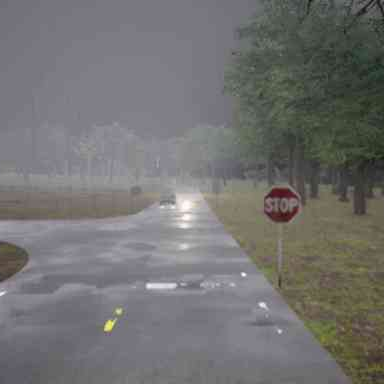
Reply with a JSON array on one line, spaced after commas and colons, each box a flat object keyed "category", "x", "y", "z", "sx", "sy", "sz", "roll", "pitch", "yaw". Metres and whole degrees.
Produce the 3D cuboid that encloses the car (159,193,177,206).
[{"category": "car", "x": -2.746, "y": 0.775, "z": 38.821, "sx": 2.033, "sy": 1.411, "sz": 5.357, "roll": 0, "pitch": 2, "yaw": 0}]
